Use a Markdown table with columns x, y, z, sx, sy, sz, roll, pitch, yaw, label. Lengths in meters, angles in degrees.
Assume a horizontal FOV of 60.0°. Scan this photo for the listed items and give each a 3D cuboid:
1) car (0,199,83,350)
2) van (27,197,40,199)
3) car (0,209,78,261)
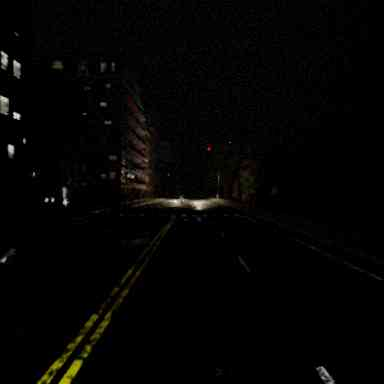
| x | y | z | sx | sy | sz | roll | pitch | yaw | label |
| --- | --- | --- | --- | --- | --- | --- | --- | --- | --- |
| -3.349 | 1.225 | 4.806 | 2.150 | 2.045 | 5.566 | 0 | 0 | 0 | car |
| -22.716 | 1.639 | 45.353 | 3.998 | 1.788 | 1.690 | -1 | 1 | -1 | van |
| -6.591 | 1.556 | 13.624 | 2.033 | 1.411 | 5.357 | 0 | 0 | 0 | car |
